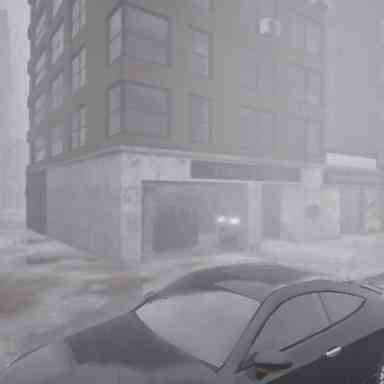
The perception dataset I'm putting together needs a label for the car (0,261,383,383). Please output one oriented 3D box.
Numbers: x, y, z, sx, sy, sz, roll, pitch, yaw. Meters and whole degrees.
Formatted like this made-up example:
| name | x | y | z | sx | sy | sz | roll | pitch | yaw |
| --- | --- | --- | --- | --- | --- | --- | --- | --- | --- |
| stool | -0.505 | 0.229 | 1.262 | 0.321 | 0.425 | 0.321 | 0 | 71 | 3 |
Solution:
| name | x | y | z | sx | sy | sz | roll | pitch | yaw |
| --- | --- | --- | --- | --- | --- | --- | --- | --- | --- |
| car | 0.497 | 1.547 | 3.423 | 4.674 | 1.442 | 1.812 | 1 | -1 | -36 |
